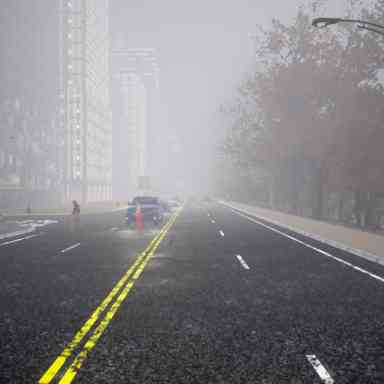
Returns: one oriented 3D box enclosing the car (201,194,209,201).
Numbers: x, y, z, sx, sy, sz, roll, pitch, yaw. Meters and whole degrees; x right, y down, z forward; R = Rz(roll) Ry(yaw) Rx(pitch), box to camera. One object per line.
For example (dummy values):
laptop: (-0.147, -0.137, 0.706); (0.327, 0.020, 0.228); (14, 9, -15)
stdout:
car: (3.260, 1.374, 85.297); (1.882, 1.535, 5.008); (0, 0, 0)

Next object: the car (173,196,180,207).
car: (-3.341, 1.605, 51.726); (1.895, 1.301, 4.718); (0, 0, 0)

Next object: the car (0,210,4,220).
car: (-17.859, 1.615, 27.052); (4.553, 1.767, 2.097); (-1, 0, 1)

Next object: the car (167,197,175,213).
car: (-3.343, 1.573, 36.748); (1.994, 1.385, 4.181); (0, 0, 1)

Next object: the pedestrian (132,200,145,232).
pedestrian: (-2.998, 1.304, 18.809); (0.375, 1.860, 0.375); (0, 0, 0)

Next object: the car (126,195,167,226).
car: (-3.369, 1.293, 24.540); (2.150, 2.045, 5.566); (-1, 0, 0)

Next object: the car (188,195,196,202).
car: (0.009, 1.543, 74.904); (2.033, 1.411, 5.357); (0, 0, 0)

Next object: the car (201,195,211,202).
car: (3.257, 1.503, 74.903); (1.837, 1.490, 4.892); (0, 0, 0)

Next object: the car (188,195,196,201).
car: (0.010, 1.420, 85.298); (1.812, 1.442, 4.674); (0, 0, 0)

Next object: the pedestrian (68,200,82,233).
pedestrian: (-6.397, 1.293, 18.213); (0.375, 1.860, 0.375); (0, 0, 0)

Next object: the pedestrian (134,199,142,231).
pedestrian: (-3.142, 1.317, 19.409); (0.375, 1.860, 0.375); (0, 0, 0)
